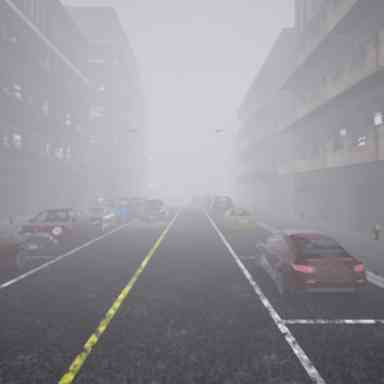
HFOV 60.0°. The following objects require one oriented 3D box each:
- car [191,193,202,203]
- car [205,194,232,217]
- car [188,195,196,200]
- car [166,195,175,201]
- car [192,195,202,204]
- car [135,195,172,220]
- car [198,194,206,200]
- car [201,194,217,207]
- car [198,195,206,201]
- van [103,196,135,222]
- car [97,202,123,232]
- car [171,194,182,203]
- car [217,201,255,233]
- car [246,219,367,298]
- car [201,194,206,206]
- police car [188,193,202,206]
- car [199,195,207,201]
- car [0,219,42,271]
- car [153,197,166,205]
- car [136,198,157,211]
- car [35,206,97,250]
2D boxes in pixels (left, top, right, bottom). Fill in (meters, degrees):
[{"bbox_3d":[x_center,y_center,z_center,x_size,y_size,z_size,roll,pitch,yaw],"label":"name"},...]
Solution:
[{"bbox_3d":[0.917,1.181,68.725,2.150,2.045,5.566,0,0,0],"label":"car"},{"bbox_3d":[2.684,1.295,30.655,2.192,1.841,5.009,-1,0,0],"label":"car"},{"bbox_3d":[0.022,1.378,87.952,1.994,1.385,4.181,0,0,0],"label":"car"},{"bbox_3d":[-5.679,1.497,86.706,2.008,1.369,4.403,-1,0,0],"label":"car"},{"bbox_3d":[0.915,1.415,62.884,1.801,1.575,5.366,0,0,0],"label":"car"},{"bbox_3d":[-3.088,1.333,27.487,2.097,1.767,4.553,0,0,0],"label":"car"},{"bbox_3d":[2.701,1.384,92.277,1.967,1.590,4.097,-1,0,0],"label":"car"},{"bbox_3d":[2.690,1.281,53.063,2.192,1.841,5.009,-1,0,0],"label":"car"},{"bbox_3d":[2.701,1.513,86.675,1.947,1.339,4.313,-1,0,0],"label":"car"},{"bbox_3d":[-5.664,1.324,25.083,1.690,1.788,3.998,-1,0,0],"label":"van"},{"bbox_3d":[-5.662,1.537,19.481,2.008,1.369,4.403,-1,0,0],"label":"car"},{"bbox_3d":[-2.984,1.559,68.697,1.895,1.301,4.718,0,0,0],"label":"car"},{"bbox_3d":[2.685,1.512,19.621,1.752,1.417,4.829,-1,0,0],"label":"car"},{"bbox_3d":[2.683,1.576,8.247,1.802,1.307,4.206,-1,0,0],"label":"car"},{"bbox_3d":[2.687,1.288,41.859,2.192,1.841,5.009,-1,0,0],"label":"car"},{"bbox_3d":[0.810,1.392,52.811,1.930,1.638,5.238,0,0,0],"label":"police car"},{"bbox_3d":[2.699,1.475,81.243,1.752,1.417,4.829,-1,0,0],"label":"car"},{"bbox_3d":[-5.665,1.576,8.278,1.802,1.307,4.206,-1,0,0],"label":"car"},{"bbox_3d":[-5.686,1.544,58.696,1.802,1.307,4.206,-1,0,0],"label":"car"},{"bbox_3d":[-5.697,1.523,41.890,2.008,1.369,4.403,-1,0,0],"label":"car"},{"bbox_3d":[-5.665,1.430,13.879,1.967,1.590,4.097,-1,0,0],"label":"car"}]
